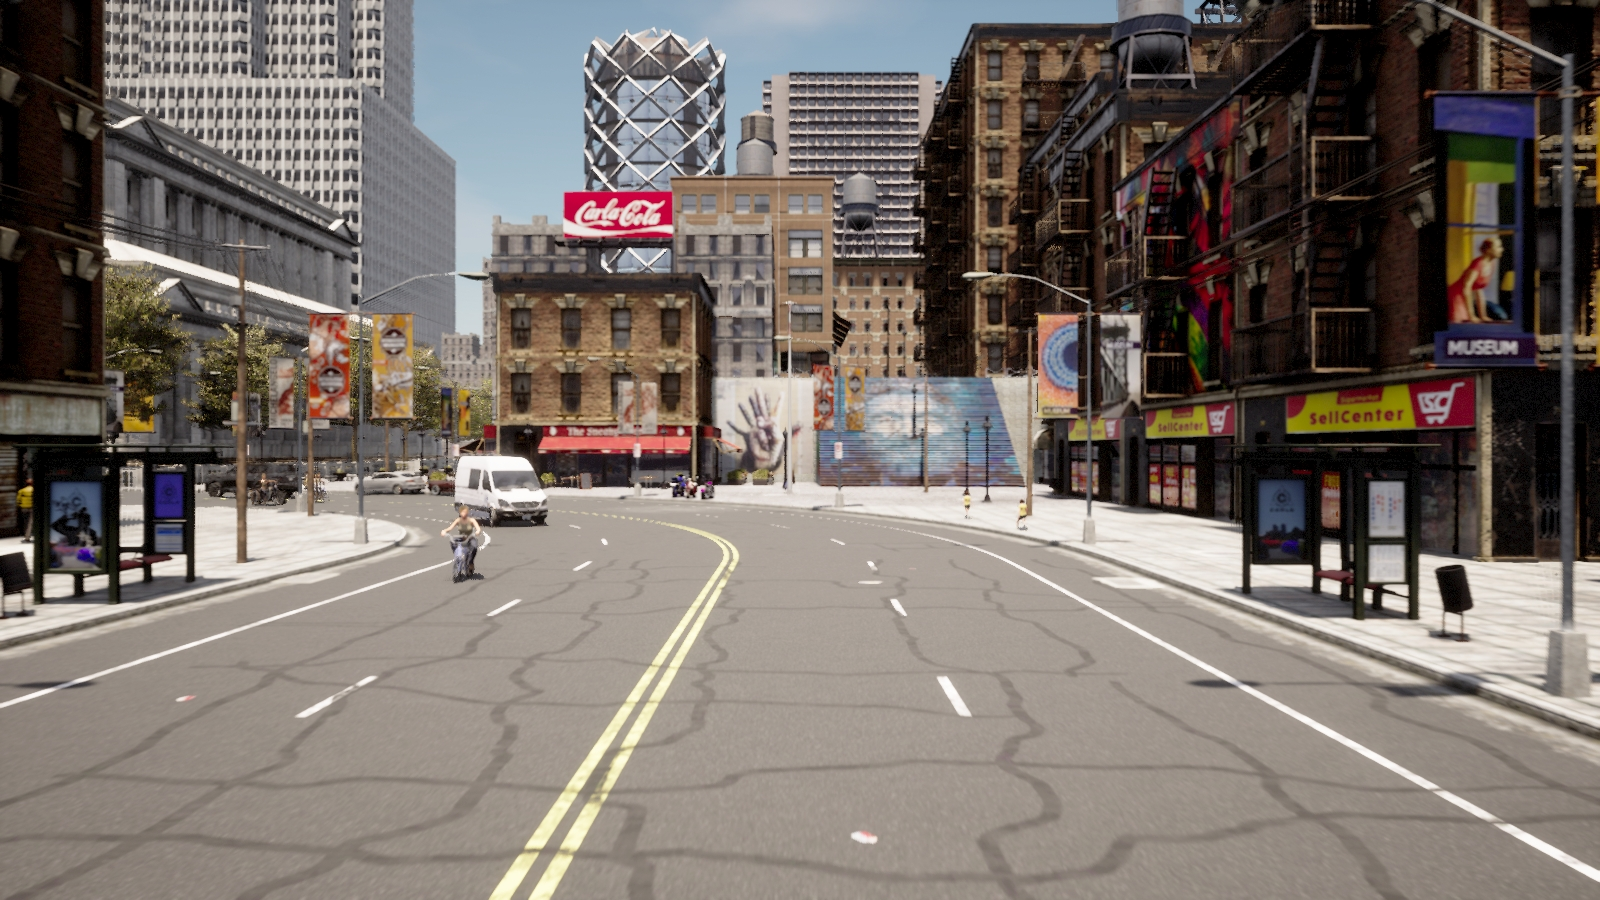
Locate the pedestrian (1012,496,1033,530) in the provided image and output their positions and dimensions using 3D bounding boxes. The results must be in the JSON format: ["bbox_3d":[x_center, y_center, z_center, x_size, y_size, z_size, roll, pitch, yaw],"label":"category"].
[{"bbox_3d":[7.322,2.076,37.611,0.500,1.100,0.500,0,0,-19],"label":"pedestrian"}]

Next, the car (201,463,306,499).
[{"bbox_3d":[-31.889,1.779,66.661,5.566,2.045,2.150,0,0,17],"label":"car"}]

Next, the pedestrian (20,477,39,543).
[{"bbox_3d":[-21.920,1.696,32.493,0.375,1.860,0.375,0,0,-20],"label":"pedestrian"}]

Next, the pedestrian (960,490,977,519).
[{"bbox_3d":[6.432,2.076,43.616,0.500,1.100,0.500,0,0,-18],"label":"pedestrian"}]

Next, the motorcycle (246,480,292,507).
[{"bbox_3d":[-26.565,2.170,57.110,2.356,1.277,0.764,0,1,26],"label":"motorcycle"}]

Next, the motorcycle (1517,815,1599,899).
[{"bbox_3d":[3.499,2.182,3.995,0.856,1.236,1.805,0,0,0],"label":"motorcycle"}]

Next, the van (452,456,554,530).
[{"bbox_3d":[-11.369,1.534,43.423,1.988,2.561,5.915,0,0,-33],"label":"van"}]
